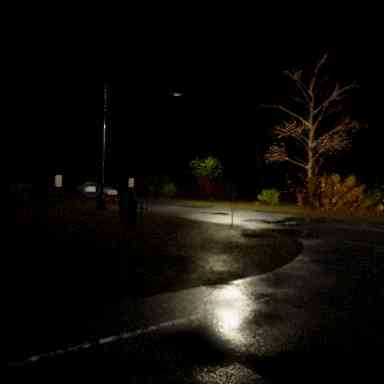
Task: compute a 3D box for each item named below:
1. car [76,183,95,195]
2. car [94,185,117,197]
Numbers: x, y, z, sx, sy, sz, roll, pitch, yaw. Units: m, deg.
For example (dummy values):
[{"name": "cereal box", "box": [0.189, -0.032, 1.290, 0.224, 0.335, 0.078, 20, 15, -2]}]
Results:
[{"name": "car", "box": [-18.810, -0.618, 59.072, 2.150, 2.045, 5.566, 1, 1, -36]}, {"name": "car", "box": [-12.966, 0.009, 50.927, 1.812, 1.442, 4.674, 1, 1, -36]}]
